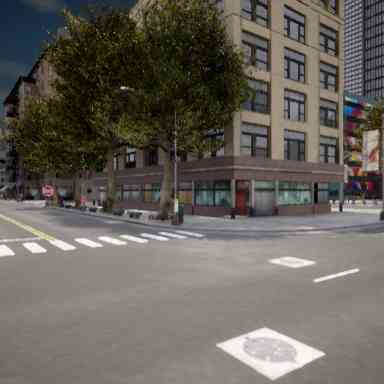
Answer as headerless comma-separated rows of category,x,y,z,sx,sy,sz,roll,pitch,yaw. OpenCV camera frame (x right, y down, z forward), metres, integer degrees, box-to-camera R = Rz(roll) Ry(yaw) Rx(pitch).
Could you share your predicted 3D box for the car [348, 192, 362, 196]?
car,39.926,1.272,84.591,2.002,1.452,4.674,0,0,-36
